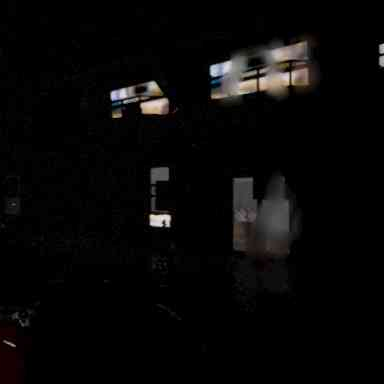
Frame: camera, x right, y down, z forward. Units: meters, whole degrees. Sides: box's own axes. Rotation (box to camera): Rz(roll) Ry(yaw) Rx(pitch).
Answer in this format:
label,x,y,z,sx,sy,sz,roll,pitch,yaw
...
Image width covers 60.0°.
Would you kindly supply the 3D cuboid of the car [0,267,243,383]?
label,x,y,z,sx,sy,sz,roll,pitch,yaw
car,-1.459,1.583,3.916,4.206,1.307,1.802,0,0,36
